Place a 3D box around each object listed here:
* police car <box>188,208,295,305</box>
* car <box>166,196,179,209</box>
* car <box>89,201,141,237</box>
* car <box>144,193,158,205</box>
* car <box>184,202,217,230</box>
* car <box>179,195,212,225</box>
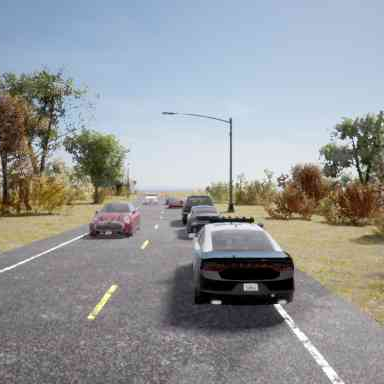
[{"bbox_3d":[0.953,1.424,8.275,1.930,1.638,5.238,0,0,-1],"label":"police car"},{"bbox_3d":[-2.205,1.543,45.527,1.994,1.385,4.181,0,0,-5],"label":"car"},{"bbox_3d":[-4.028,1.347,17.965,2.097,1.767,4.553,0,0,-2],"label":"car"},{"bbox_3d":[-7.229,1.189,58.560,2.150,2.045,5.566,0,0,-7],"label":"car"},{"bbox_3d":[0.651,1.500,18.215,1.837,1.490,4.892,0,0,-2],"label":"car"},{"bbox_3d":[0.367,1.212,24.273,2.150,2.045,5.566,0,0,-3],"label":"car"}]
